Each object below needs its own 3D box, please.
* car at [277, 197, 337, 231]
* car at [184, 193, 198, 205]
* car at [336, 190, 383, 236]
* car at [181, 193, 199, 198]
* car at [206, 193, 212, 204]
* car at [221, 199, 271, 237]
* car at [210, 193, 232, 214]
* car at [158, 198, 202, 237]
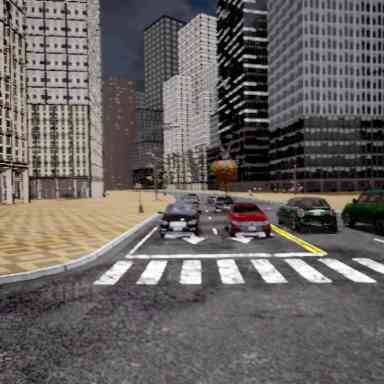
[{"bbox_3d":[6.146,1.041,18.337,2.097,1.767,4.553,-1,1,1],"label":"car"},{"bbox_3d":[-0.188,0.931,47.302,1.837,1.490,4.892,-1,0,0],"label":"car"},{"bbox_3d":[9.354,0.884,16.115,2.150,2.045,5.566,-1,1,1],"label":"car"},{"bbox_3d":[-0.344,1.127,31.014,2.128,1.511,4.902,-1,1,1],"label":"car"},{"bbox_3d":[3.061,0.858,47.656,2.128,1.511,4.902,-1,1,0],"label":"car"},{"bbox_3d":[2.671,1.290,16.823,1.812,1.442,4.674,-1,1,1],"label":"car"},{"bbox_3d":[2.895,1.098,30.212,1.837,1.490,4.892,-1,0,1],"label":"car"},{"bbox_3d":[-0.575,1.308,16.953,2.128,1.511,4.902,-1,1,1],"label":"car"}]
